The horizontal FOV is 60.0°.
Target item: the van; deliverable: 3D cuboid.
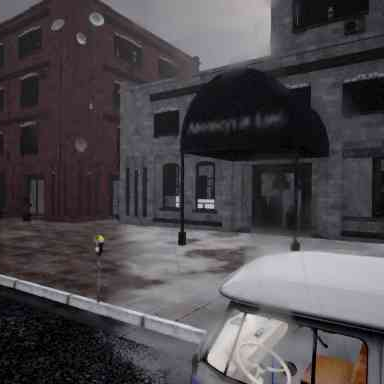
[{"bbox_3d":[1.790,1.341,1.627,3.998,1.788,1.690,0,1,34],"label":"van"}]
